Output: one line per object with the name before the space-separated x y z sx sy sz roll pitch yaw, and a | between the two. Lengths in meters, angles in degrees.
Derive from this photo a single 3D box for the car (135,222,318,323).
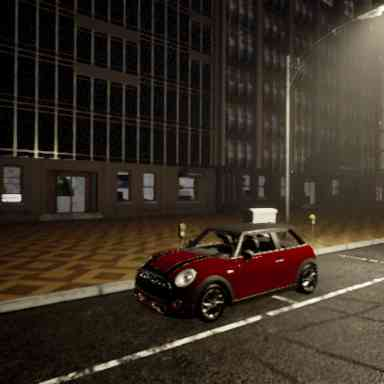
car | 0.832 1.443 7.144 4.097 1.590 1.967 0 0 -36
